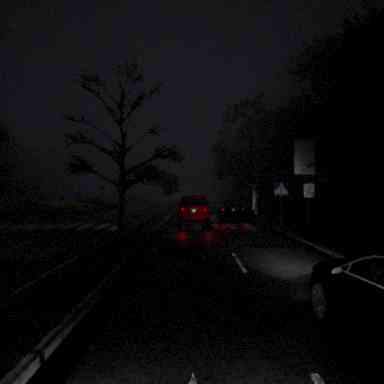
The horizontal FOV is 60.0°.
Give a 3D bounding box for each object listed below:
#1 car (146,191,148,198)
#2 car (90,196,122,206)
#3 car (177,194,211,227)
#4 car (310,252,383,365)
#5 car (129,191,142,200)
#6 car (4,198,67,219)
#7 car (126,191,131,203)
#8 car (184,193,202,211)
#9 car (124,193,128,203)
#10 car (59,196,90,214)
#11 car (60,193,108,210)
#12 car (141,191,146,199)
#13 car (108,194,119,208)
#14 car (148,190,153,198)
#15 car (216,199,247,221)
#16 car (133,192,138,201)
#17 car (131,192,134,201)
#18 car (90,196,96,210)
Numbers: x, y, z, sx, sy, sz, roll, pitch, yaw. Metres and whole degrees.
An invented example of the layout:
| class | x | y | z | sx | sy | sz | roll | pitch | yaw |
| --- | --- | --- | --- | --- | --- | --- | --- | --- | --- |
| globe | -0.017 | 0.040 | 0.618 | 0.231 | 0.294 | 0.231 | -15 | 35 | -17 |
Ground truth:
| class | x | y | z | sx | sy | sz | roll | pitch | yaw |
| --- | --- | --- | --- | --- | --- | --- | --- | --- | --- |
| car | -13.624 | 1.074 | 77.461 | 5.366 | 1.575 | 1.946 | -1 | 1 | -20 |
| car | -13.843 | 1.446 | 53.367 | 4.792 | 1.488 | 2.163 | -1 | 1 | -20 |
| car | 0.105 | 1.237 | 23.088 | 2.150 | 2.045 | 5.566 | 0 | 0 | 0 |
| car | 3.101 | 1.494 | 4.299 | 2.128 | 1.511 | 4.902 | 0 | 0 | 0 |
| car | -13.777 | 1.197 | 71.407 | 4.792 | 1.488 | 2.163 | -1 | 1 | -20 |
| car | -13.811 | 1.538 | 29.369 | 4.792 | 1.488 | 2.163 | -1 | 0 | -20 |
| car | -13.845 | 1.221 | 59.378 | 4.553 | 1.767 | 2.185 | -1 | 1 | -20 |
| car | 0.109 | 1.224 | 42.920 | 2.150 | 2.045 | 5.566 | 0 | 0 | 0 |
| car | -13.817 | 1.427 | 56.392 | 4.674 | 1.452 | 2.002 | -1 | 0 | -20 |
| car | -14.004 | 1.509 | 35.293 | 5.366 | 1.575 | 1.946 | -1 | 0 | -20 |
| car | -13.805 | 1.249 | 41.385 | 5.566 | 2.045 | 2.435 | -1 | 0 | -20 |
| car | -13.780 | 0.872 | 74.406 | 5.566 | 2.045 | 2.435 | -1 | 1 | -20 |
| car | -13.650 | 1.461 | 47.440 | 5.366 | 1.575 | 1.946 | -1 | 0 | -20 |
| car | -13.818 | 0.715 | 86.375 | 5.566 | 2.045 | 2.435 | -1 | 1 | -20 |
| car | 3.106 | 1.369 | 27.130 | 2.097 | 1.767 | 4.553 | 0 | 0 | 0 |
| car | -13.801 | 1.261 | 65.391 | 5.008 | 1.535 | 2.097 | -1 | 1 | -20 |
| car | -13.813 | 1.345 | 62.391 | 4.674 | 1.452 | 2.002 | -1 | 1 | -20 |
| car | -13.834 | 1.545 | 38.366 | 4.674 | 1.452 | 2.002 | -1 | 0 | -20 |
